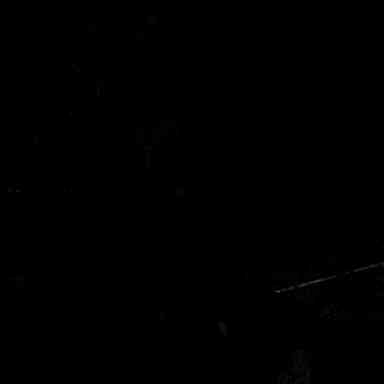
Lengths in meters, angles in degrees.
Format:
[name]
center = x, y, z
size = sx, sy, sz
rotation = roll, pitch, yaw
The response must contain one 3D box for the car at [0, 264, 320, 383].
[car]
center = -0.806, 1.471, 3.172
size = 5.008, 1.535, 1.882
rotation = -1, 0, -36
